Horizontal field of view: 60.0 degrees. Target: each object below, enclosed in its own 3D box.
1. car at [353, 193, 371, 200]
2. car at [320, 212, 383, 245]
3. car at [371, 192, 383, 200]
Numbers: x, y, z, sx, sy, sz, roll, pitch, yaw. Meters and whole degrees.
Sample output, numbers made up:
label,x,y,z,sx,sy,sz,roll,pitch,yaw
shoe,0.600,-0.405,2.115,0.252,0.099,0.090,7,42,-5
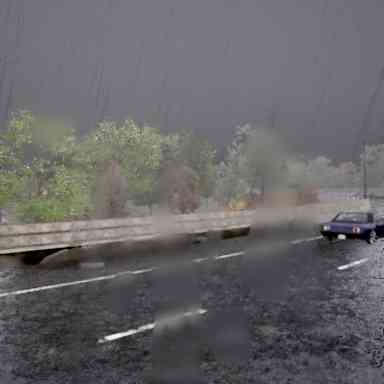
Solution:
label,x,y,z,sx,sy,sz,roll,pitch,yaw
car,39.272,0.910,78.015,2.097,1.767,4.553,0,0,5
car,7.787,1.542,15.233,4.718,1.301,1.895,0,0,-44
car,42.744,0.888,77.573,2.097,1.767,4.553,0,0,5
